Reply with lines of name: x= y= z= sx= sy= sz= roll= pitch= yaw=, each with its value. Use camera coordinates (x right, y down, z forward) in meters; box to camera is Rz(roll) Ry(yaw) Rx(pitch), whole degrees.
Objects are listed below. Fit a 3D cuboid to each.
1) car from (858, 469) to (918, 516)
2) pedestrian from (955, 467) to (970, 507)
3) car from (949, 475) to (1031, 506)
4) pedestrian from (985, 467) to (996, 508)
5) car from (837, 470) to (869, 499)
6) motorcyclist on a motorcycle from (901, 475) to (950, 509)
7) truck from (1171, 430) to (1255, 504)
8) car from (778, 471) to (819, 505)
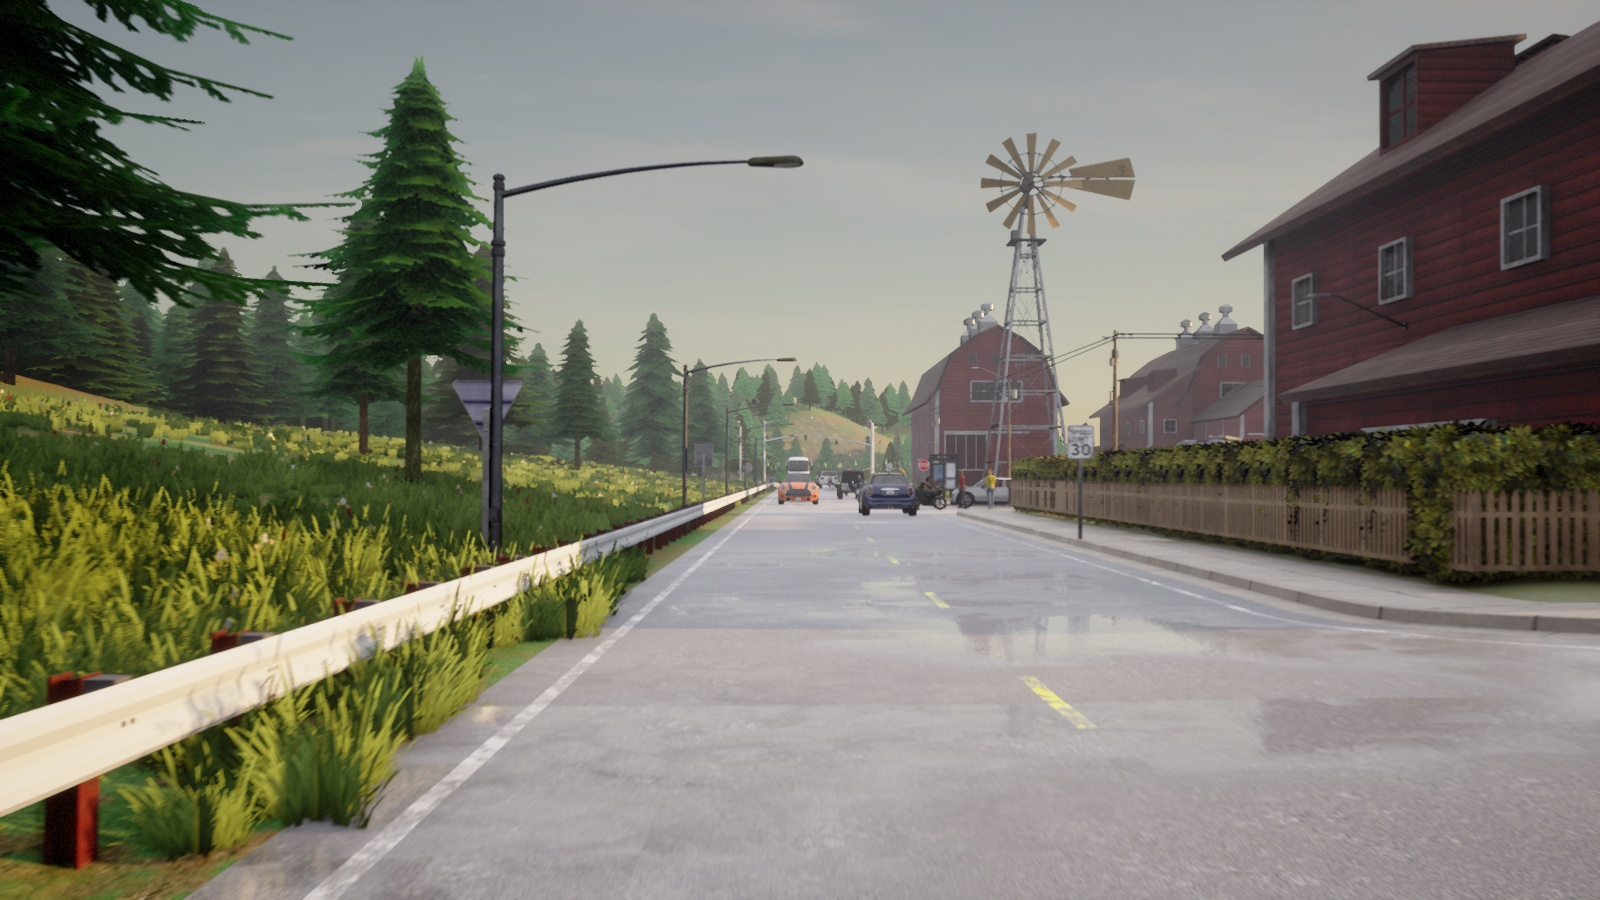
car: x=3.450 y=1.652 z=50.057 sx=2.097 sy=1.767 sz=4.553 roll=0 pitch=-1 yaw=0
pedestrian: x=7.588 y=1.738 z=58.750 sx=0.636 sy=1.846 sz=0.331 roll=-1 pitch=-1 yaw=17
car: x=9.137 y=1.944 z=60.336 sx=3.806 sy=1.475 sz=1.970 roll=0 pitch=-1 yaw=10
pedestrian: x=8.630 y=1.698 z=56.869 sx=0.354 sy=1.836 sz=0.706 roll=0 pitch=-1 yaw=-4
car: x=3.415 y=2.216 z=82.006 sx=1.905 sy=1.878 sz=3.866 roll=0 pitch=-1 yaw=0
motorcyclist on a motorcycle: x=5.678 y=1.903 z=56.871 sx=2.044 sy=1.523 sz=0.797 roll=-1 pitch=-1 yaw=22
truck: x=23.031 y=0.960 z=69.715 sx=2.891 sy=3.827 sz=8.468 roll=-1 pitch=-1 yaw=29
car: x=-0.068 y=1.994 z=67.010 sx=2.097 sy=1.767 sz=4.553 roll=0 pitch=-1 yaw=0
